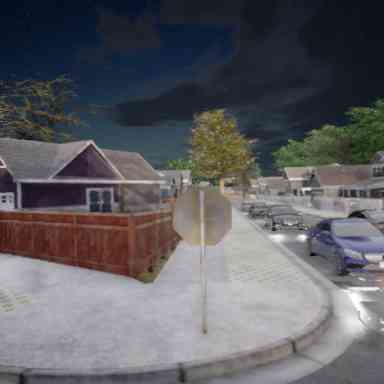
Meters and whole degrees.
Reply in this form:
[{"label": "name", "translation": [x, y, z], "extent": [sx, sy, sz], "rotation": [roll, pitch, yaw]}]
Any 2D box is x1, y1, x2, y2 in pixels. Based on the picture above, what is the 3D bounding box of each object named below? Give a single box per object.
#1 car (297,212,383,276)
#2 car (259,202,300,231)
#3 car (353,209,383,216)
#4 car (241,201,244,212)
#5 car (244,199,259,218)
[{"label": "car", "translation": [4.985, 1.575, 10.624], "extent": [1.812, 1.442, 4.674], "rotation": [-1, 0, 4]}, {"label": "car", "translation": [5.683, 1.579, 21.090], "extent": [1.837, 1.490, 4.892], "rotation": [-1, 0, 4]}, {"label": "car", "translation": [8.306, 1.530, 15.608], "extent": [1.812, 1.442, 4.674], "rotation": [-1, 0, 3]}, {"label": "car", "translation": [7.081, 1.663, 41.383], "extent": [1.812, 1.442, 4.674], "rotation": [-1, 0, 4]}, {"label": "car", "translation": [6.344, 1.668, 31.081], "extent": [1.994, 1.385, 4.181], "rotation": [-1, 0, 3]}]
